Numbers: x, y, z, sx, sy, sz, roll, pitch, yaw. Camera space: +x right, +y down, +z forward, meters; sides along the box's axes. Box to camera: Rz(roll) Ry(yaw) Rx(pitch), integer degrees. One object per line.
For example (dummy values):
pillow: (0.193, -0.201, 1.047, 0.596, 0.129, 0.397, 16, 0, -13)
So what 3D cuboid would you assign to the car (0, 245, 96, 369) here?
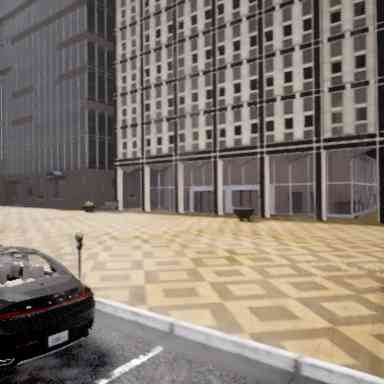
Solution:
car: (-3.396, 1.538, 5.311, 4.403, 1.369, 2.008, 0, -1, 36)
